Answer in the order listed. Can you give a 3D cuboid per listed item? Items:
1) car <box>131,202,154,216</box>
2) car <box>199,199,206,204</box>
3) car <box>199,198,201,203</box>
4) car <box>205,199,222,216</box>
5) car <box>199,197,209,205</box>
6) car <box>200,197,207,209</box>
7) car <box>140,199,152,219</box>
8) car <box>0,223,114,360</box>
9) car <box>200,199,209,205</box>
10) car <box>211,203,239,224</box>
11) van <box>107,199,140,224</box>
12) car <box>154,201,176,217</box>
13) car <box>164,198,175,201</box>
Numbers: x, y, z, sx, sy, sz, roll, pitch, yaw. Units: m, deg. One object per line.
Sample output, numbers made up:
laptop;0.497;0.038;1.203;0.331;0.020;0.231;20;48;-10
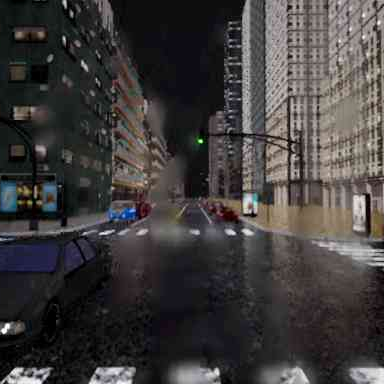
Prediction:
car;-5.590;1.918;38.011;1.887;1.381;4.507;0;-1;0
car;2.915;2.525;93.263;1.802;1.307;4.206;0;-1;0
car;2.853;2.201;65.627;2.008;1.369;4.403;0;-1;0
car;2.792;1.809;37.991;1.967;1.590;4.097;0;-1;0
car;2.892;2.139;82.211;2.192;1.841;5.009;0;-1;0
car;2.829;1.976;54.573;1.967;1.590;4.097;0;-1;0
car;-5.601;1.634;32.485;2.192;1.841;5.009;0;-1;0
car;-2.978;1.613;6.651;2.033;1.411;5.357;0;-1;0
car;2.878;2.348;76.681;1.802;1.307;4.206;0;-1;0
car;2.766;1.842;26.935;1.802;1.307;4.206;0;-1;0
van;-5.614;1.605;26.957;1.690;1.788;3.998;0;-1;0
car;-2.913;1.946;35.260;1.895;1.301;4.718;0;-1;0
car;-5.502;2.210;76.702;1.967;1.590;4.097;0;-1;0
